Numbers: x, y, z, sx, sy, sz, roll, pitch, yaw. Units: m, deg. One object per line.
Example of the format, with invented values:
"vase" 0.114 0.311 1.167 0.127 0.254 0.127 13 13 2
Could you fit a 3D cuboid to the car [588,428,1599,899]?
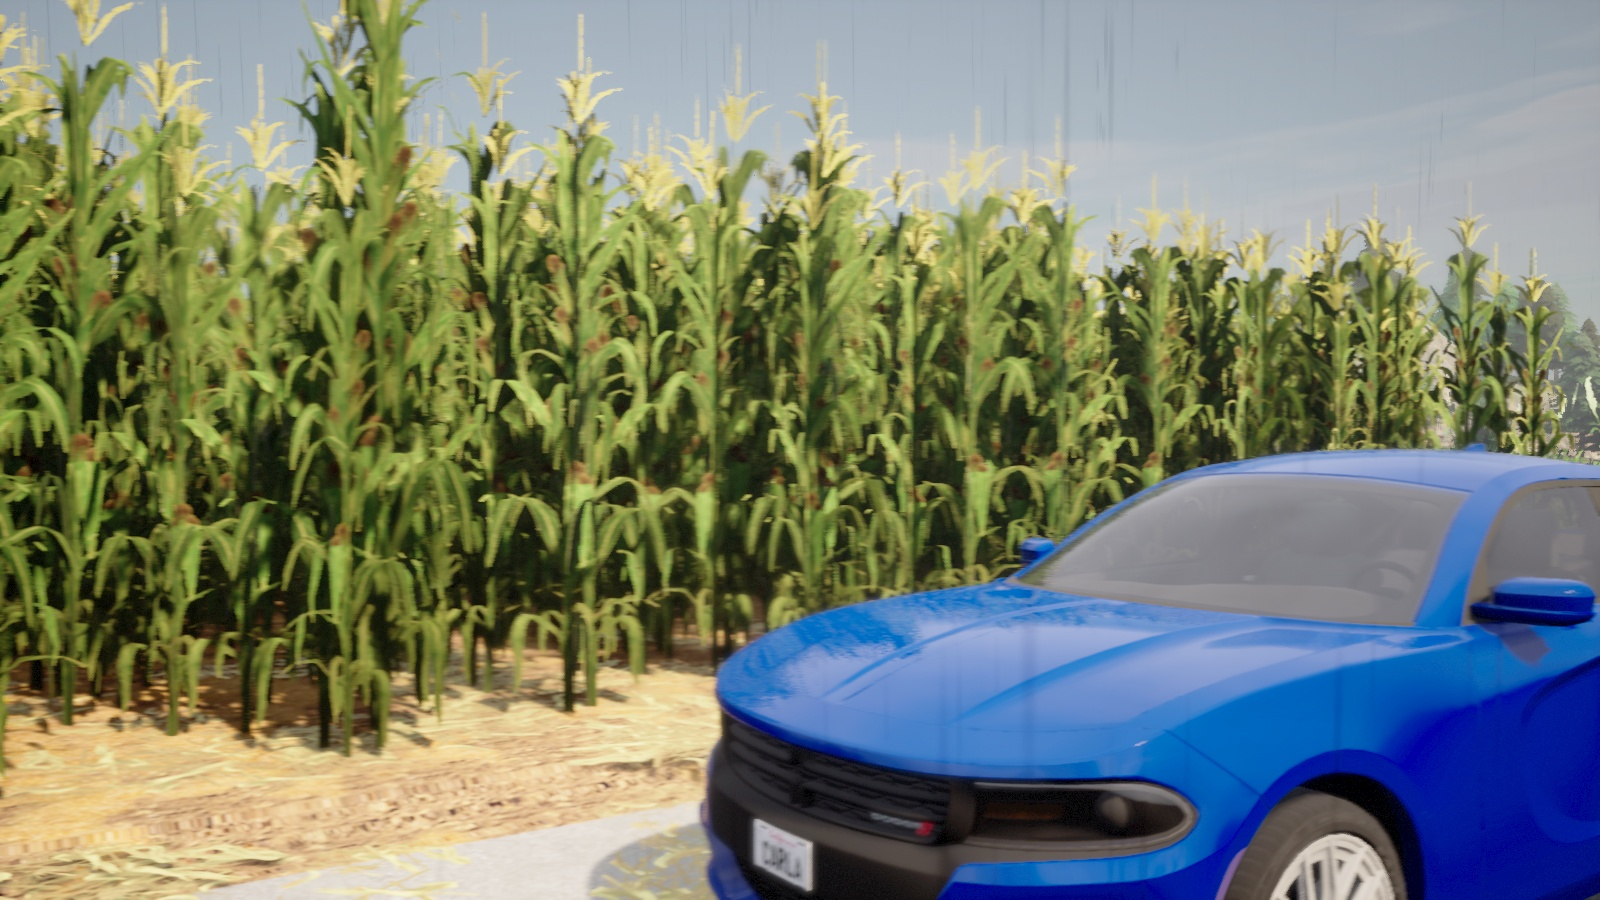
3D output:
"car" 1.949 0.729 4.488 5.008 1.535 1.882 0 0 -35
